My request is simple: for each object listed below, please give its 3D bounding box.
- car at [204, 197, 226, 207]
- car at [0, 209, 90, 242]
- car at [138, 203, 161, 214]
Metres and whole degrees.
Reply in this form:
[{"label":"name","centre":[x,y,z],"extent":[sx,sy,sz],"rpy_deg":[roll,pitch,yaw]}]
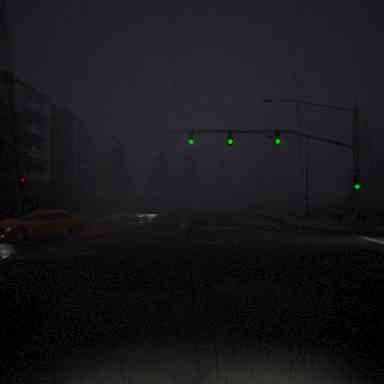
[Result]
[{"label":"car","centre":[4.655,1.948,66.701],"extent":[2.150,2.045,5.566],"rpy_deg":[-1,-1,39]},{"label":"car","centre":[-8.150,1.738,18.356],"extent":[1.882,1.535,5.008],"rpy_deg":[4,2,42]},{"label":"car","centre":[-5.371,2.071,42.843],"extent":[2.033,1.411,5.357],"rpy_deg":[0,-1,7]}]
